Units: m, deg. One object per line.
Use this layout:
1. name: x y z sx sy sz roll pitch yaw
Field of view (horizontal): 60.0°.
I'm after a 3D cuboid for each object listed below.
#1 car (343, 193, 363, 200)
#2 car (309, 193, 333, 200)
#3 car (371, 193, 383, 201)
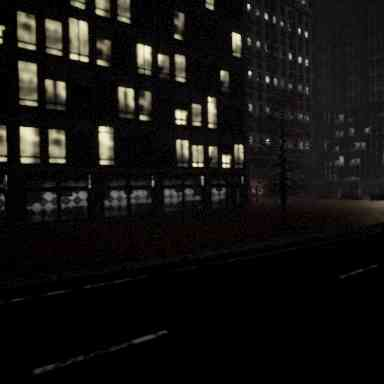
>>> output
1. car: 27.760 0.819 58.271 1.802 1.307 4.206 -1 1 -38
2. car: 24.307 0.767 62.785 1.947 1.339 4.313 -1 1 -38
3. car: 31.245 0.837 53.779 1.947 1.339 4.313 -1 1 -38
